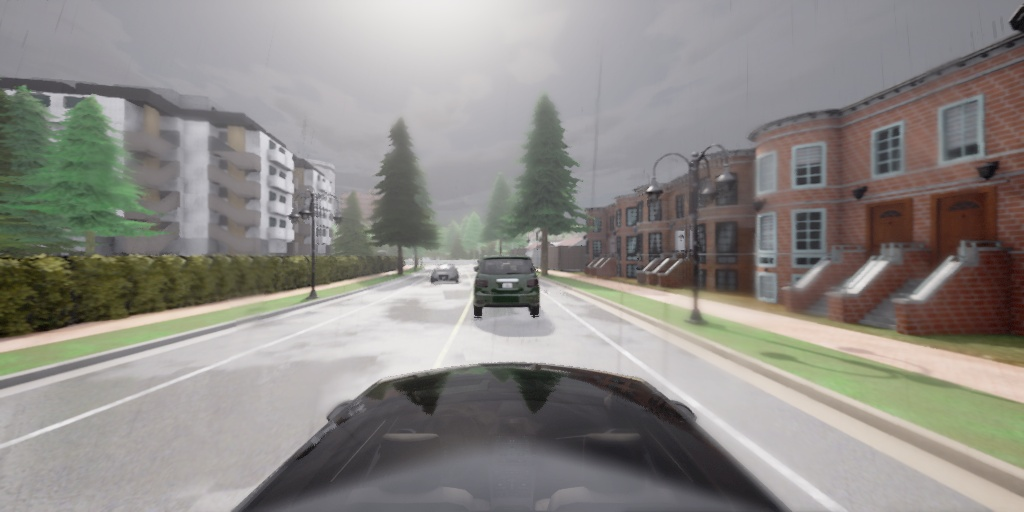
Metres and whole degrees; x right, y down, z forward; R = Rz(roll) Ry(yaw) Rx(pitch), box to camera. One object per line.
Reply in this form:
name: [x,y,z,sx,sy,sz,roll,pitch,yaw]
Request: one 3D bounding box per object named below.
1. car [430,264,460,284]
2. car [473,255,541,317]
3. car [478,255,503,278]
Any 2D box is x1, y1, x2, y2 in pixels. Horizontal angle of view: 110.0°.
car: [-4.989,1.329,27.196,1.994,1.385,4.181,0,0,-6]
car: [-0.253,0.972,13.327,2.150,2.045,5.566,0,0,-3]
car: [-2.280,0.979,36.207,2.150,2.045,5.566,0,0,-7]
